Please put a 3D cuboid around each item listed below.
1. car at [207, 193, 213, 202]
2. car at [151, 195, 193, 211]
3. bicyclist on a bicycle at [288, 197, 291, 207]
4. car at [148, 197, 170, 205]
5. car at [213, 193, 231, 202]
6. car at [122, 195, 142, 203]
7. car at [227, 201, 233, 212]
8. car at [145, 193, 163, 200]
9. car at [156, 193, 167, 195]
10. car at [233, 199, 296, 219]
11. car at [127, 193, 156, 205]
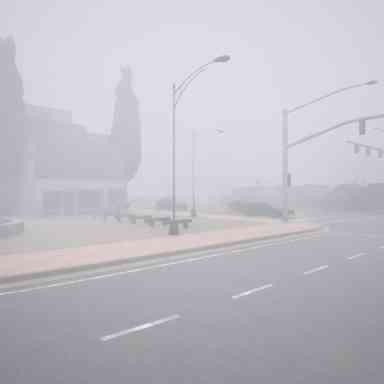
[{"bbox_3d":[4.955,1.156,71.218,3.866,1.878,1.905,0,0,-42],"label":"car"},{"bbox_3d":[-2.527,1.478,40.704,1.882,1.535,5.008,0,0,-40],"label":"car"},{"bbox_3d":[12.890,1.261,44.827,1.656,1.620,0.582,-7,4,-40],"label":"bicyclist on a bicycle"},{"bbox_3d":[-6.065,1.564,61.442,1.994,1.385,4.181,0,0,-40],"label":"car"},{"bbox_3d":[6.873,1.395,69.050,3.806,1.475,1.970,0,0,-42],"label":"car"},{"bbox_3d":[-12.514,1.478,68.999,1.882,1.535,5.008,0,0,-40],"label":"car"},{"bbox_3d":[5.977,1.491,36.072,2.128,1.511,4.902,0,0,-40],"label":"car"},{"bbox_3d":[-10.018,1.153,88.037,4.605,1.855,1.932,0,0,-42],"label":"car"},{"bbox_3d":[-2.590,1.351,46.201,2.097,1.767,4.553,0,0,-40],"label":"car"},{"bbox_3d":[6.587,1.547,29.871,2.033,1.411,5.357,0,0,-39],"label":"car"},{"bbox_3d":[-9.146,1.491,59.660,2.128,1.511,4.902,0,0,-40],"label":"car"}]
